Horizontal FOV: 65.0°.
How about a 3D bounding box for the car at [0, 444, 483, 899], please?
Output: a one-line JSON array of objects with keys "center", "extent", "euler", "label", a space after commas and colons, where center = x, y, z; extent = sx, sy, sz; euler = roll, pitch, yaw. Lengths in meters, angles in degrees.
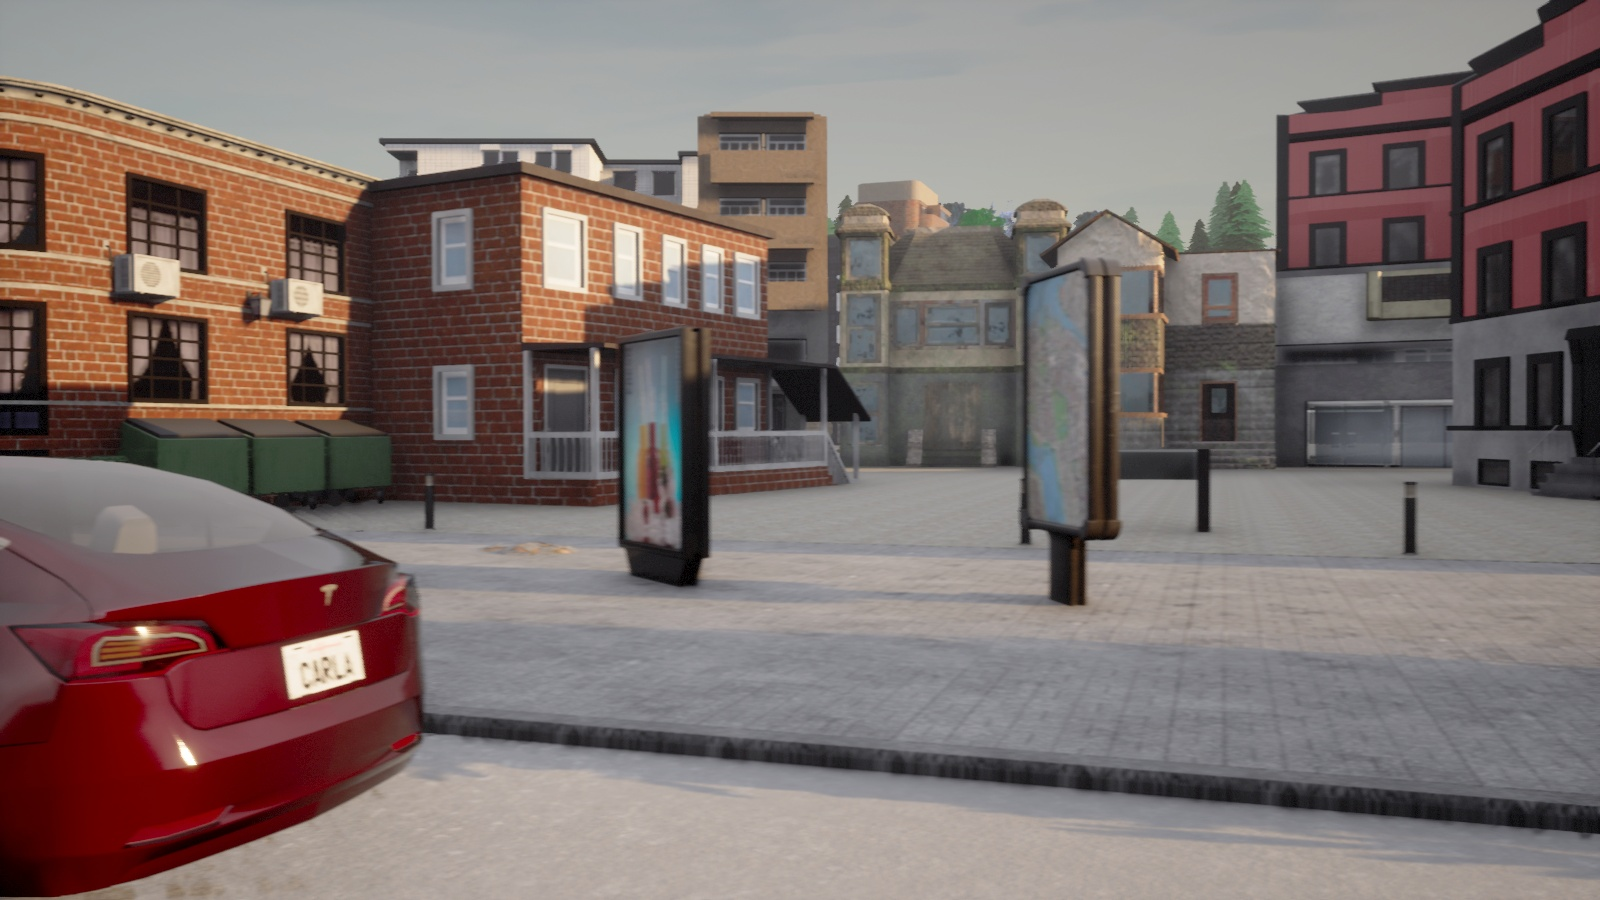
[{"center": [-3.957, 0.731, 5.050], "extent": [4.792, 1.488, 2.163], "euler": [1, 1, 19], "label": "car"}]
